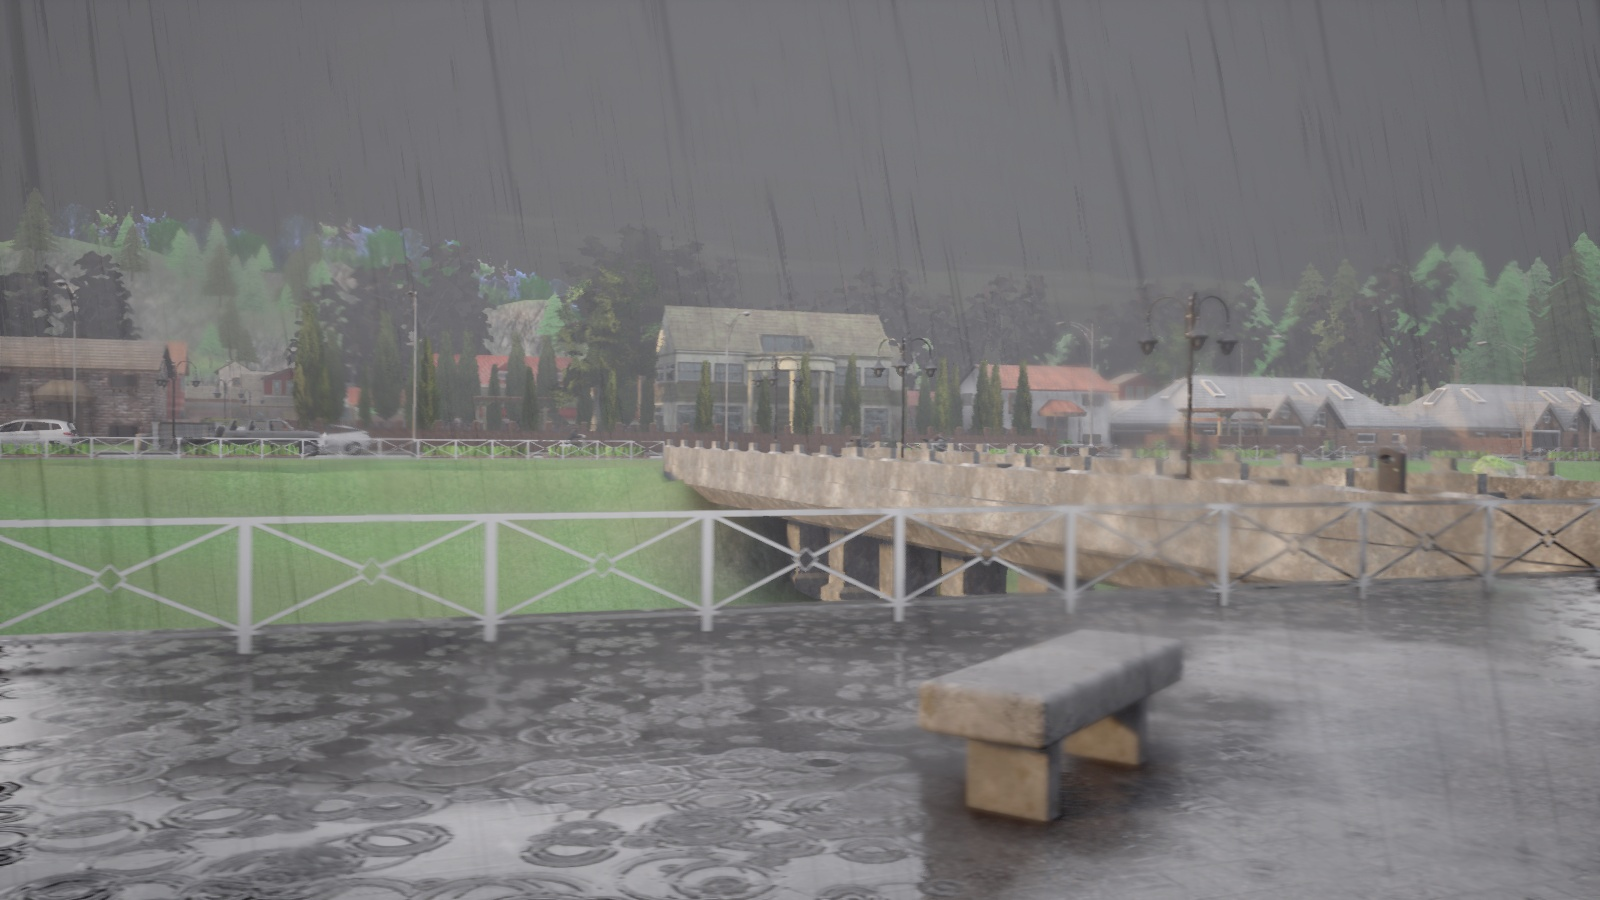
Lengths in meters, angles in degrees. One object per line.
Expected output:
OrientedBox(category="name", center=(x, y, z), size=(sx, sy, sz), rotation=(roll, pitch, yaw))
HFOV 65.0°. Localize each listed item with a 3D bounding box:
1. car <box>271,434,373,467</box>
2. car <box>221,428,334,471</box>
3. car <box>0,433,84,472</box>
OrientedBox(category="car", center=(-23.175, 0.003, 60.955), size=(4.514, 1.525, 2.007), rotation=(-1, 1, -21))
OrientedBox(category="car", center=(-23.463, -0.052, 56.566), size=(4.605, 1.855, 1.932), rotation=(-1, 1, -21))
OrientedBox(category="car", center=(-35.044, 0.103, 56.451), size=(4.611, 1.667, 2.242), rotation=(-1, 1, -21))
